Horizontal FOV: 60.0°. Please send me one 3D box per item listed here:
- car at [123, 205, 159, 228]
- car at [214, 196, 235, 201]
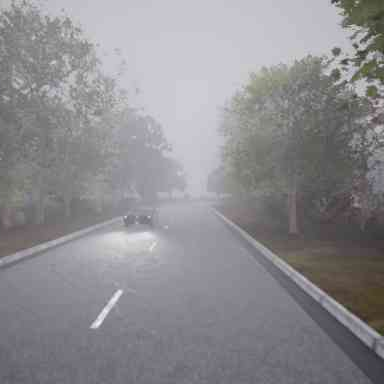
[{"bbox_3d":[-3.345,1.594,22.509,1.895,1.301,4.718,0,0,0],"label":"car"},{"bbox_3d":[6.469,1.431,65.200,4.892,1.490,1.837,1,1,-17],"label":"car"}]
